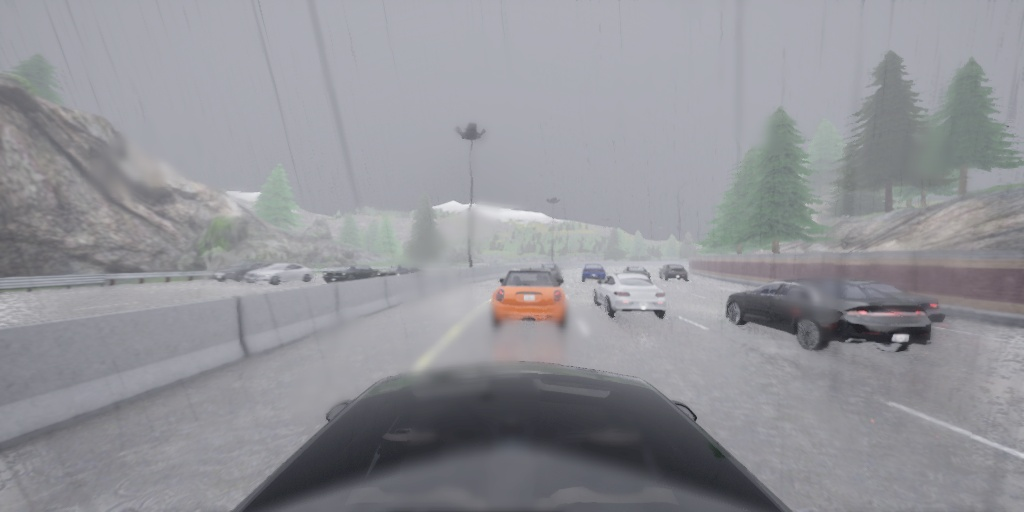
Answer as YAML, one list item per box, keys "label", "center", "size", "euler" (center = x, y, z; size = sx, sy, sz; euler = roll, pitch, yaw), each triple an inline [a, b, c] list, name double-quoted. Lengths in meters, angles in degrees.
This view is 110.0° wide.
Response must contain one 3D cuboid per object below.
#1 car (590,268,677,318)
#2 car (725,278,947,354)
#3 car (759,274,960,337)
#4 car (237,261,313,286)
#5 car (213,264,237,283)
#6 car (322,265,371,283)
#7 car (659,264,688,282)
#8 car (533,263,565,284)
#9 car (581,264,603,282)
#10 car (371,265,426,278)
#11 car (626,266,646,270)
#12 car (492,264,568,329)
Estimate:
- label: "car"
  center: [4.254, 1.356, 13.373]
  size: [1.812, 1.442, 4.674]
  euler: [1, 0, 5]
- label: "car"
  center: [7.434, 1.340, 9.158]
  size: [2.128, 1.511, 4.902]
  euler: [0, 0, 3]
- label: "car"
  center: [11.129, 1.442, 12.279]
  size: [2.033, 1.411, 5.357]
  euler: [1, 0, 5]
- label: "car"
  center: [-15.700, 1.194, 24.516]
  size: [1.812, 1.442, 4.674]
  euler: [0, 0, 9]
- label: "car"
  center: [-18.987, 1.135, 26.156]
  size: [2.128, 1.511, 4.902]
  euler: [1, 0, 10]
- label: "car"
  center: [-11.810, 1.315, 26.673]
  size: [1.895, 1.301, 4.718]
  euler: [1, 0, 10]
- label: "car"
  center: [14.635, 1.501, 32.691]
  size: [1.837, 1.490, 4.892]
  euler: [0, 0, 14]
- label: "car"
  center: [3.120, 1.363, 29.333]
  size: [2.128, 1.511, 4.902]
  euler: [0, 0, 11]
- label: "car"
  center: [7.088, 1.394, 31.186]
  size: [1.882, 1.535, 5.008]
  euler: [0, 0, 12]
- label: "car"
  center: [-8.209, 1.352, 26.983]
  size: [1.895, 1.301, 4.718]
  euler: [1, 0, 10]
- label: "car"
  center: [10.579, 1.551, 30.885]
  size: [1.895, 1.301, 4.718]
  euler: [1, 0, 13]
- label: "car"
  center: [0.620, 1.141, 11.699]
  size: [2.097, 1.767, 4.553]
  euler: [1, 0, 4]
